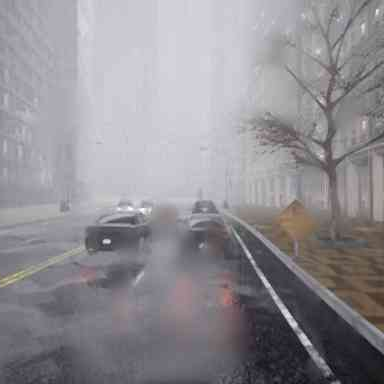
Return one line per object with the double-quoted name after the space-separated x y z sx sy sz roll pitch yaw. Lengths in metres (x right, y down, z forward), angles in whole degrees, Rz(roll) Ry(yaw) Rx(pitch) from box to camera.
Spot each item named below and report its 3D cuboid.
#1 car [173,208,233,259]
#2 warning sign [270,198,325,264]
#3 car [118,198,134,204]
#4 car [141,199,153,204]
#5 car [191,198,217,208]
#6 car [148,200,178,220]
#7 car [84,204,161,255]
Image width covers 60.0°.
0.536 1.535 12.571 1.812 1.442 4.674 0 0 3 "car"
3.131 1.126 10.029 1.300 1.860 1.060 -1 -1 3 "warning sign"
-9.849 1.621 49.662 1.895 1.301 4.718 0 0 -5 "car"
-6.557 1.633 49.288 1.895 1.301 4.718 0 0 -5 "car"
0.985 1.382 26.987 2.097 1.767 4.553 0 0 1 "car"
-2.251 1.590 28.102 1.994 1.385 4.181 0 0 1 "car"
-2.674 1.485 13.434 1.882 1.535 5.008 0 0 3 "car"
